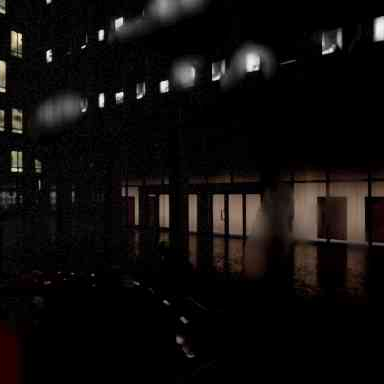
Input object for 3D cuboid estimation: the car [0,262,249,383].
[{"bbox_3d":[-1.546,1.545,4.001,4.507,1.381,1.887,0,0,36],"label":"car"}]
